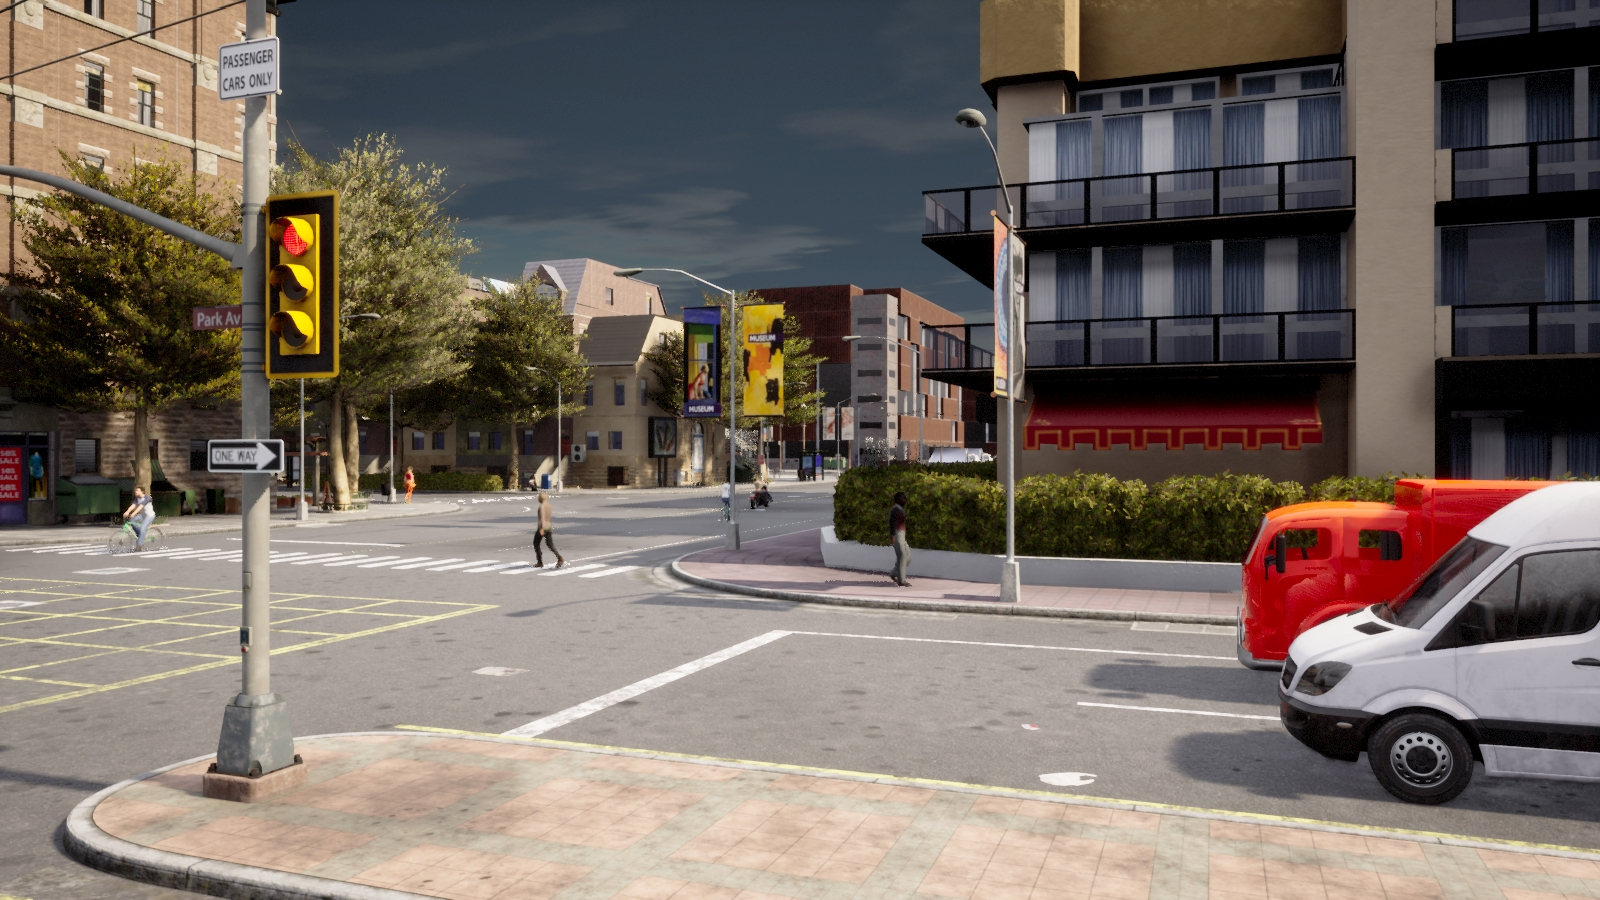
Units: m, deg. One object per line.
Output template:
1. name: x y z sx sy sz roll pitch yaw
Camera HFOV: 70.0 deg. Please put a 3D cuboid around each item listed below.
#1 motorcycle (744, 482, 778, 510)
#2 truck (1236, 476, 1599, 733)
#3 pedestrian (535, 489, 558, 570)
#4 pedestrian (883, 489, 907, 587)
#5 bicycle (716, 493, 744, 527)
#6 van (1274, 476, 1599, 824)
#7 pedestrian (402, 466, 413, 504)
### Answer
1. motorcycle: -1.843 2.170 54.387 0.764 1.277 2.356 0 0 20
2. truck: 7.678 1.568 12.781 5.204 2.467 2.627 0 0 20
3. pedestrian: -5.937 1.849 26.782 0.375 1.860 0.375 0 0 23
4. pedestrian: 1.834 1.696 22.068 0.375 1.860 0.375 0 0 23
5. bicycle: -2.591 2.206 42.366 0.373 1.196 1.643 0 0 20
6. van: 7.076 1.534 9.260 5.915 2.561 1.988 0 0 21
7. pedestrian: -19.170 1.696 55.843 0.375 1.860 0.375 0 0 19
